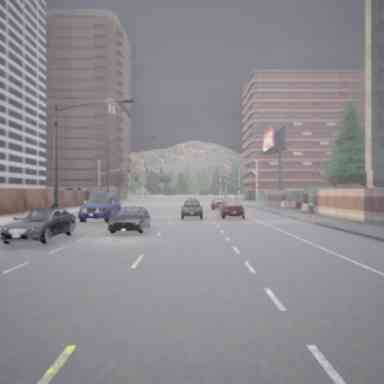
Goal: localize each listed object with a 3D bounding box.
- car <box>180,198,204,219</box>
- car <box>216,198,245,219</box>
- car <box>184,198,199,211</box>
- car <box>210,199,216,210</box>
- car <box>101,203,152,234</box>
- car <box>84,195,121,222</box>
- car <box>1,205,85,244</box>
[{"bbox_3d":[0.009,1.524,29.095,2.128,1.511,4.902,0,0,0],"label":"car"},{"bbox_3d":[3.466,1.509,29.481,1.882,1.535,5.008,0,0,1],"label":"car"},{"bbox_3d":[-0.026,1.557,43.787,1.837,1.490,4.892,0,0,0],"label":"car"},{"bbox_3d":[3.477,1.574,44.089,1.812,1.442,4.674,0,0,0],"label":"car"},{"bbox_3d":[-3.536,1.573,19.819,2.033,1.411,5.357,0,0,0],"label":"car"},{"bbox_3d":[-7.112,1.258,26.427,2.150,2.045,5.566,0,0,2],"label":"car"},{"bbox_3d":[-7.120,1.516,15.921,2.128,1.511,4.902,0,0,0],"label":"car"}]
